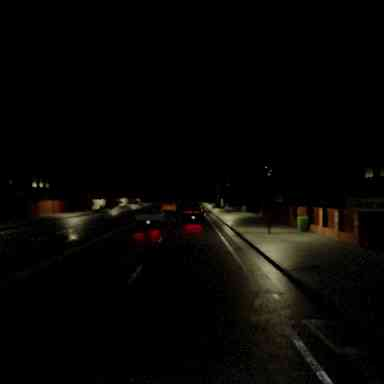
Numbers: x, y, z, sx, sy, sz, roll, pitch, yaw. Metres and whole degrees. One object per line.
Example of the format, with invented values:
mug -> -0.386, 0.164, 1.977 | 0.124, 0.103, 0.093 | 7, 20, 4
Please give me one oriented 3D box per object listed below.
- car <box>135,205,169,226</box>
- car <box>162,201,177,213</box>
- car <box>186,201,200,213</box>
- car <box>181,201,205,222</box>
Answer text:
car -> -3.147, 1.911, 26.134 | 1.895, 1.301, 4.718 | 0, -1, 0
car -> -3.146, 2.054, 46.439 | 1.882, 1.535, 5.008 | 0, -1, 0
car -> 0.103, 2.060, 46.848 | 1.882, 1.535, 5.008 | 0, -1, 0
car -> 0.103, 1.862, 29.662 | 1.837, 1.490, 4.892 | 0, -1, 0
